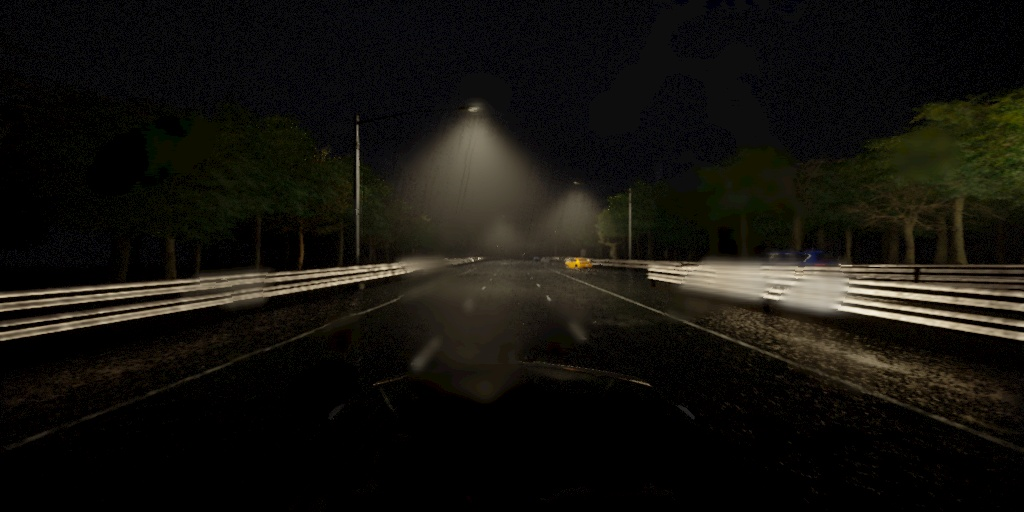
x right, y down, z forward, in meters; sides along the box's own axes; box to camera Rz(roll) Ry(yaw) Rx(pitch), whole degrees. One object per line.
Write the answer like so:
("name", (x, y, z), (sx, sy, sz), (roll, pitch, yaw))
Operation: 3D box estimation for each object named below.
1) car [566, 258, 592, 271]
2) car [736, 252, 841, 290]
("car", (8.649, 1.031, 46.567), (1.882, 1.535, 5.008), (0, 0, -13))
("car", (16.435, 0.810, 21.951), (2.150, 2.045, 5.566), (0, -1, -25))
